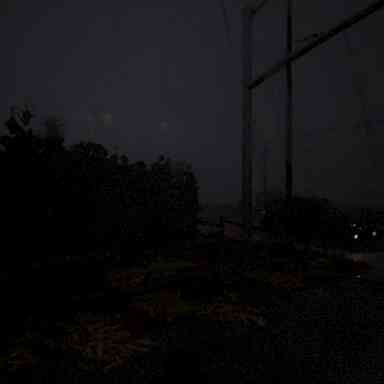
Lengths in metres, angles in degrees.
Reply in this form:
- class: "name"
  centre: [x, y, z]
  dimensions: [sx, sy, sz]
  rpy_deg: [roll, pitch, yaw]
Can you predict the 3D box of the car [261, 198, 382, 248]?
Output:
- class: "car"
  centre: [5.774, 1.308, 15.655]
  dimensions: [2.150, 2.045, 5.566]
  rpy_deg: [0, 0, -34]
